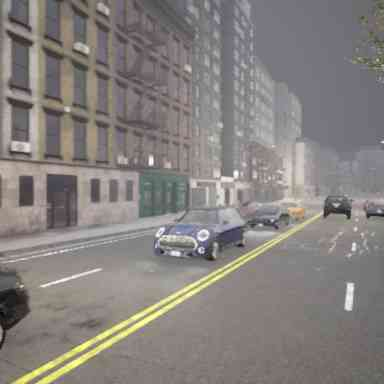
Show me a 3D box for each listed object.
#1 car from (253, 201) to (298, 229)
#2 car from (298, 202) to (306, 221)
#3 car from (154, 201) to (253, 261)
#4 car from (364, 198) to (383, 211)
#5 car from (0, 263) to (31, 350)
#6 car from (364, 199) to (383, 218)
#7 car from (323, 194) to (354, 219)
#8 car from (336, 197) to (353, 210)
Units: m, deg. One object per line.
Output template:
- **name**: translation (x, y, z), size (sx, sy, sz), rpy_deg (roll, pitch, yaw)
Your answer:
- **car**: translation (5.270, 1.547, 21.892), size (2.033, 1.411, 5.357), rpy_deg (0, 0, 28)
- **car**: translation (8.072, 1.510, 27.258), size (1.882, 1.535, 5.008), rpy_deg (0, 0, 27)
- **car**: translation (0.501, 1.348, 12.451), size (2.097, 1.767, 4.553), rpy_deg (0, 0, 27)
- **car**: translation (22.519, 1.555, 41.384), size (1.994, 1.385, 4.181), rpy_deg (0, 0, 27)
- **car**: translation (-4.022, 1.506, 3.478), size (1.812, 1.442, 4.674), rpy_deg (0, 0, 25)
- **car**: translation (16.443, 1.580, 29.334), size (1.994, 1.385, 4.181), rpy_deg (0, 0, 28)
- **car**: translation (13.099, 1.230, 29.789), size (2.150, 2.045, 5.566), rpy_deg (0, 1, 27)
- **car**: translation (20.213, 1.453, 43.917), size (1.882, 1.535, 5.008), rpy_deg (0, 0, 27)
